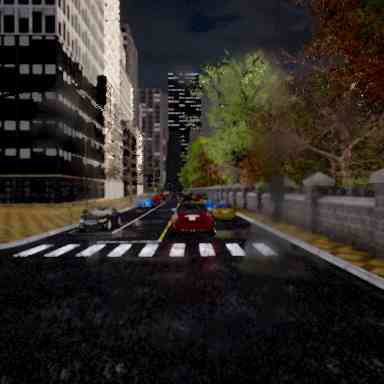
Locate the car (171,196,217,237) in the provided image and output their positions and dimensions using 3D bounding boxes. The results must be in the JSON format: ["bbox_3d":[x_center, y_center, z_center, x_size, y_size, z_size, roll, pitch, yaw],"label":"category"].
[{"bbox_3d":[-0.011,1.267,17.804,2.097,1.767,4.553,0,0,-1],"label":"car"}]

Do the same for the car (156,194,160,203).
[{"bbox_3d":[-6.097,1.335,47.702,1.887,1.381,4.507,0,0,-1],"label":"car"}]

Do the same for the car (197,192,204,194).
[{"bbox_3d":[1.606,0.997,59.068,2.192,1.841,5.009,0,0,-2],"label":"car"}]

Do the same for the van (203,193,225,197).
[{"bbox_3d":[2.278,1.173,31.347,1.690,1.788,3.998,0,0,-1],"label":"van"}]

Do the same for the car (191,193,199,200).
[{"bbox_3d":[0.772,1.081,81.414,1.752,1.417,4.829,0,0,-3],"label":"car"}]

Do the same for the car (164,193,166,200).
[{"bbox_3d":[-6.597,1.280,64.340,1.802,1.307,4.206,0,0,-2],"label":"car"}]

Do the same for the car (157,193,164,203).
[{"bbox_3d":[-6.413,1.274,58.793,1.887,1.381,4.507,0,0,-2],"label":"car"}]

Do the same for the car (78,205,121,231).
[{"bbox_3d":[-5.441,1.486,19.978,2.008,1.369,4.403,0,0,-1],"label":"car"}]

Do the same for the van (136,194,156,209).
[{"bbox_3d":[-5.964,1.161,42.156,1.690,1.788,3.998,0,0,-1],"label":"van"}]

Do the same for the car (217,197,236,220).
[{"bbox_3d":[2.364,1.385,25.974,1.752,1.417,4.829,0,0,-1],"label":"car"}]

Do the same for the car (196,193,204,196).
[{"bbox_3d":[1.919,1.267,48.147,1.752,1.417,4.829,0,0,-2],"label":"car"}]

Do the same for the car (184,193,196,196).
[{"bbox_3d":[-0.703,1.250,50.322,1.837,1.490,4.892,0,0,-2],"label":"car"}]
